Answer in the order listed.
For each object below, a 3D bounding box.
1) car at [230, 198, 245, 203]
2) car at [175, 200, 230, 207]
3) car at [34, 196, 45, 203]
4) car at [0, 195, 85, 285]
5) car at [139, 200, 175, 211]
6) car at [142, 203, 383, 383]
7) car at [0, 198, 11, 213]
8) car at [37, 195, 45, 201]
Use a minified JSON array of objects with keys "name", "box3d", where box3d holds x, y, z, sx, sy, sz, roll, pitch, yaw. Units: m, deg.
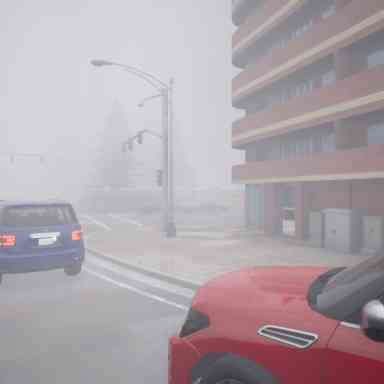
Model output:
[{"name":"car","box3d":[5.158,1.533,39.694,5.008,1.535,1.882,0,0,-23]},{"name":"car","box3d":[1.101,1.656,34.202,4.718,1.301,1.895,0,0,-23]},{"name":"car","box3d":[-33.326,1.540,72.936,2.033,1.411,5.357,0,0,-23]},{"name":"car","box3d":[-4.908,1.221,9.748,2.150,2.045,5.566,0,0,-36]},{"name":"car","box3d":[-3.360,1.581,36.109,4.674,1.442,1.812,0,0,-23]},{"name":"car","box3d":[2.408,1.221,2.408,5.566,2.045,2.150,0,0,36]},{"name":"car","box3d":[-22.260,1.478,38.323,1.882,1.535,5.008,0,0,-22]},{"name":"car","box3d":[-37.369,1.478,82.403,1.882,1.535,5.008,0,0,-23]}]
